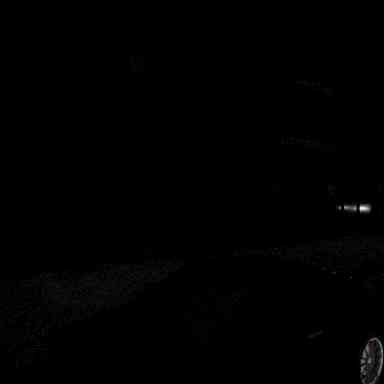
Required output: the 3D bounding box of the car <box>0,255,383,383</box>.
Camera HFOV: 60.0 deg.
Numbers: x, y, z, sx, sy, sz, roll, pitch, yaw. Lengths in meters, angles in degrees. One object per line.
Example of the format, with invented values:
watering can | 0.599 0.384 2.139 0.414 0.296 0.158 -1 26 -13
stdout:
car | 0.451 1.526 3.705 4.674 1.442 1.812 0 0 -36
